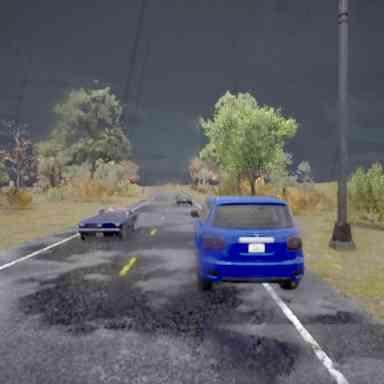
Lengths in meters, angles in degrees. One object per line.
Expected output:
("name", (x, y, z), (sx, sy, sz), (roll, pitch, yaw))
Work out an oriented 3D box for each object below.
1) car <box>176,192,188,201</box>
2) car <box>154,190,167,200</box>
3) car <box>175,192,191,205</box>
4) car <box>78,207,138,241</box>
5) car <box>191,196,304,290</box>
("car", (-1.828, 0.716, 57.850), (1.994, 1.385, 4.181), (0, 1, -4))
("car", (-5.552, 0.488, 59.017), (2.097, 1.767, 4.553), (0, 1, -3))
("car", (-1.053, 0.919, 44.329), (1.994, 1.385, 4.181), (0, 1, -3))
("car", (-3.765, 1.382, 15.593), (1.895, 1.301, 4.718), (0, 1, -1))
("car", (1.172, 1.099, 8.865), (2.150, 2.045, 5.566), (0, 1, -1))
